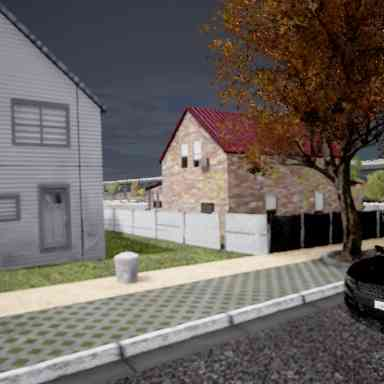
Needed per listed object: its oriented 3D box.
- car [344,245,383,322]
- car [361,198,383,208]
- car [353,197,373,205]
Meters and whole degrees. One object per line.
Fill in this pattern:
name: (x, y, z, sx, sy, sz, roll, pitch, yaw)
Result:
car: (5.027, 1.528, 6.643, 5.008, 1.535, 1.882, 0, 0, -35)
car: (31.545, 2.211, 59.172, 1.837, 1.490, 4.892, -2, -1, 1)
car: (38.204, 1.953, 74.579, 2.097, 1.767, 4.553, -2, -1, 1)
